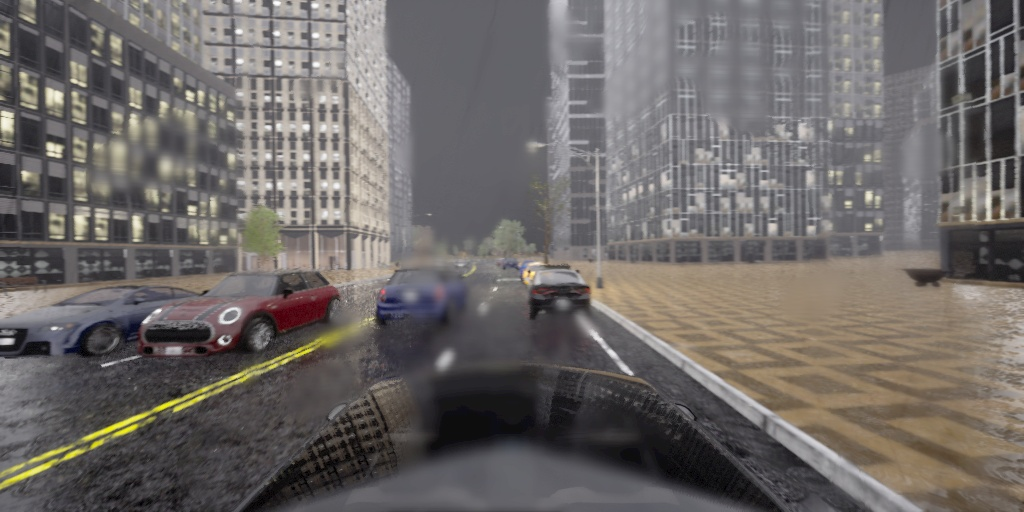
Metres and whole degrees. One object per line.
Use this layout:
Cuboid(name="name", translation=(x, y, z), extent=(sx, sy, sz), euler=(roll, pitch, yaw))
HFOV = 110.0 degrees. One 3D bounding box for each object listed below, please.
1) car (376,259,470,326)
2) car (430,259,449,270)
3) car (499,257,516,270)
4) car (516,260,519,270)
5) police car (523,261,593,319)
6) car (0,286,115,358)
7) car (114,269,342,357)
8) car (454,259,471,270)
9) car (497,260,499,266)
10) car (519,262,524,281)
Cuboid(name="car", translation=(-2.695, 1.101, 11.856), extent=(2.097, 1.767, 4.553), euler=(-1, 0, 2))
Cuboid(name="car", translation=(-10.482, 1.208, 52.284), extent=(2.128, 1.511, 4.902), euler=(-1, 0, -5))
Cuboid(name="car", translation=(-0.273, 0.930, 48.884), extent=(2.097, 1.767, 4.553), euler=(-1, 0, -4))
Cuboid(name="car", translation=(1.556, 1.100, 28.774), extent=(1.882, 1.535, 5.008), euler=(-1, 0, -1))
Cuboid(name="police car", translation=(1.504, 1.111, 12.631), extent=(1.930, 1.638, 5.238), euler=(-1, 0, 1))
Cuboid(name="car", translation=(-9.484, 1.423, 8.766), extent=(1.994, 1.385, 4.181), euler=(-1, 0, 2))
Cuboid(name="car", translation=(-6.233, 1.163, 8.918), extent=(2.097, 1.767, 4.553), euler=(-1, 0, 2))
Cuboid(name="car", translation=(-7.252, 1.159, 52.668), extent=(2.128, 1.511, 4.902), euler=(-1, 0, -4))
Cuboid(name="car", translation=(-1.620, 1.114, 63.612), extent=(1.994, 1.385, 4.181), euler=(-1, 0, -7))
Cuboid(name="car", translation=(1.618, 1.100, 22.870), extent=(1.801, 1.575, 5.366), euler=(-1, 0, 0))
